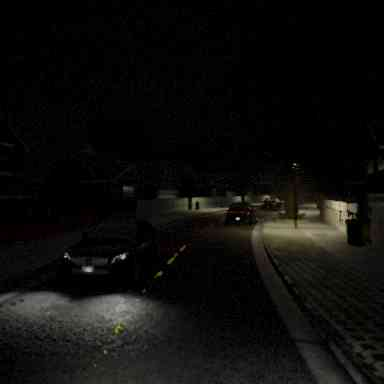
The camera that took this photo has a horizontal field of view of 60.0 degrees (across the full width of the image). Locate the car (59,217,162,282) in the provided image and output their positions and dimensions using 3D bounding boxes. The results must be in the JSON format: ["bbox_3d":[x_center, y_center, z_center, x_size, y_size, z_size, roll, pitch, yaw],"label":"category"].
[{"bbox_3d":[-2.125,1.528,9.971,1.812,1.442,4.674,0,0,7],"label":"car"}]

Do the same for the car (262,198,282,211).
[{"bbox_3d":[9.955,1.544,41.354,2.128,1.511,4.902,0,0,24],"label":"car"}]

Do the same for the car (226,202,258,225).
[{"bbox_3d":[3.711,1.528,24.659,1.837,1.490,4.892,0,0,15],"label":"car"}]
